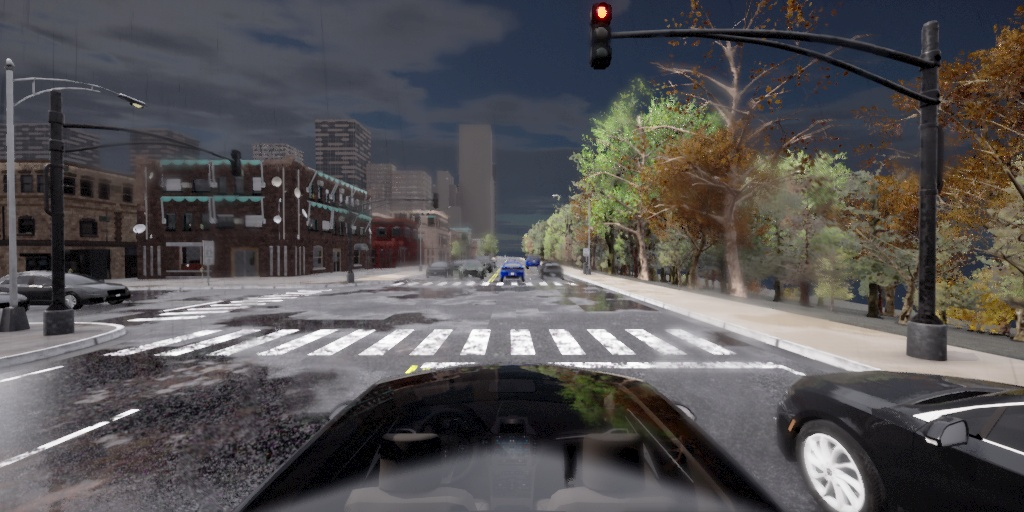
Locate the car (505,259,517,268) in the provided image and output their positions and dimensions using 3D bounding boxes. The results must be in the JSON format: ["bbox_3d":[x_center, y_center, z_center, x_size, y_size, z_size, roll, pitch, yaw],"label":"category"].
[{"bbox_3d":[-0.132,1.273,62.703,2.033,1.411,5.357,0,0,0],"label":"car"}]

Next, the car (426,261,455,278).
[{"bbox_3d":[-6.656,1.217,33.540,1.882,1.535,5.008,0,0,0],"label":"car"}]

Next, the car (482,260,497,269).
[{"bbox_3d":[-3.443,1.293,55.669,1.994,1.385,4.181,0,0,0],"label":"car"}]

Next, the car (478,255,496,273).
[{"bbox_3d":[-3.425,0.956,42.388,2.150,2.045,5.566,0,0,0],"label":"car"}]

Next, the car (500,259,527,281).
[{"bbox_3d":[0.039,1.218,30.459,1.882,1.535,5.008,0,0,0],"label":"car"}]

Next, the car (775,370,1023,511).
[{"bbox_3d":[3.365,1.255,1.275,1.837,1.490,4.892,0,0,-2],"label":"car"}]

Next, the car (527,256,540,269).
[{"bbox_3d":[3.236,0.950,55.428,2.150,2.045,5.566,0,0,0],"label":"car"}]

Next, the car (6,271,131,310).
[{"bbox_3d":[-19.370,1.470,15.339,4.892,1.490,1.837,-1,1,-2],"label":"car"}]

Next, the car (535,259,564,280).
[{"bbox_3d":[3.288,1.245,30.700,1.837,1.490,4.892,0,0,0],"label":"car"}]

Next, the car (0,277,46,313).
[{"bbox_3d":[-19.970,1.564,12.656,4.313,1.339,1.948,0,0,0],"label":"car"}]

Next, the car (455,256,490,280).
[{"bbox_3d":[-3.405,1.092,31.712,2.097,1.767,4.553,0,0,0],"label":"car"}]

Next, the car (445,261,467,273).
[{"bbox_3d":[-6.672,1.336,43.502,1.895,1.301,4.718,0,0,0],"label":"car"}]
